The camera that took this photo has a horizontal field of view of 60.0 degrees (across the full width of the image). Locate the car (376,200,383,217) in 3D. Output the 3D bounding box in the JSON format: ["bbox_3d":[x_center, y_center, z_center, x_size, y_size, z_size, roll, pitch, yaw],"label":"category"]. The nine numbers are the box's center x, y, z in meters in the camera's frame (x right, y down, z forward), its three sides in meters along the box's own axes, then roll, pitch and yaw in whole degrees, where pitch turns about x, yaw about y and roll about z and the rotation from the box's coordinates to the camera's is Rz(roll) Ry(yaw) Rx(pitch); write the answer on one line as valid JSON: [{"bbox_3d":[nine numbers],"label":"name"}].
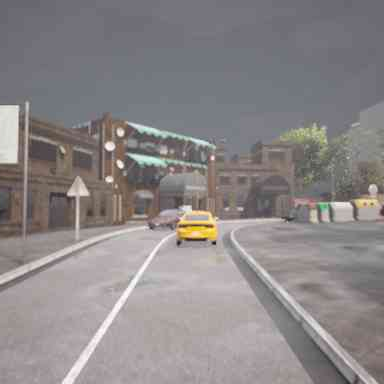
[{"bbox_3d":[20.923,1.619,32.036,2.435,2.045,5.566,-2,-2,-12],"label":"car"}]

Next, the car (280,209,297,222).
[{"bbox_3d":[11.713,2.357,34.250,5.357,1.411,2.033,0,-3,-23],"label":"car"}]

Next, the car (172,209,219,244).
[{"bbox_3d":[0.349,1.735,17.274,1.882,1.535,5.008,0,0,4],"label":"car"}]

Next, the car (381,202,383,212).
[{"bbox_3d":[29.028,2.018,46.351,2.002,1.452,4.674,-3,-2,-12],"label":"car"}]

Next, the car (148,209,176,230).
[{"bbox_3d":[-1.487,1.962,24.306,1.812,1.442,4.674,-1,-2,21],"label":"car"}]

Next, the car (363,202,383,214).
[{"bbox_3d":[26.302,2.131,45.765,2.231,1.521,4.892,-3,-2,-12],"label":"car"}]
